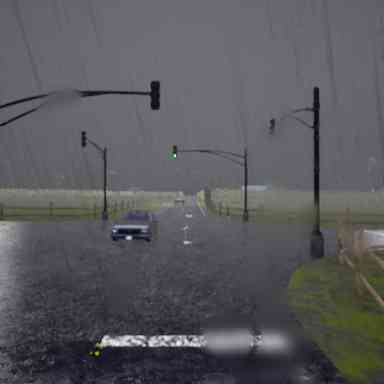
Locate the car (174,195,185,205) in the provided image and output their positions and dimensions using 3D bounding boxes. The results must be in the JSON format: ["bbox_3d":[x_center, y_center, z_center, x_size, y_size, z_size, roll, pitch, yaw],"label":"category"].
[{"bbox_3d":[-2.632,1.656,71.324,2.150,2.045,5.566,0,0,0],"label":"car"}]

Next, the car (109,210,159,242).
[{"bbox_3d":[-2.742,1.635,17.138,2.033,1.411,5.357,1,0,0],"label":"car"}]
